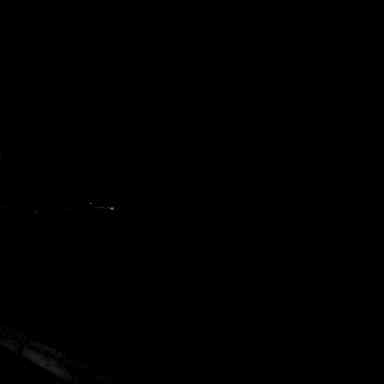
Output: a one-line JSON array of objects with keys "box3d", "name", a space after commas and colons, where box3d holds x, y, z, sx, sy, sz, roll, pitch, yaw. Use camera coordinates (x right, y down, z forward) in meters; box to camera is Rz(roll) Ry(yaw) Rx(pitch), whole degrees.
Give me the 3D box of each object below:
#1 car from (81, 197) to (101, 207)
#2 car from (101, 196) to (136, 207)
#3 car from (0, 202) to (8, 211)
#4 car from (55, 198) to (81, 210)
[{"box3d": [-15.787, 1.504, 48.687, 2.033, 1.411, 5.357, 0, 0, 39], "name": "car"}, {"box3d": [-10.554, 1.425, 49.598, 1.837, 1.490, 4.892, 0, 1, 39], "name": "car"}, {"box3d": [-22.217, 1.562, 40.708, 1.994, 1.385, 4.181, 0, 0, 38], "name": "car"}, {"box3d": [-17.124, 1.539, 41.439, 2.033, 1.411, 5.357, 0, 0, 39], "name": "car"}]
